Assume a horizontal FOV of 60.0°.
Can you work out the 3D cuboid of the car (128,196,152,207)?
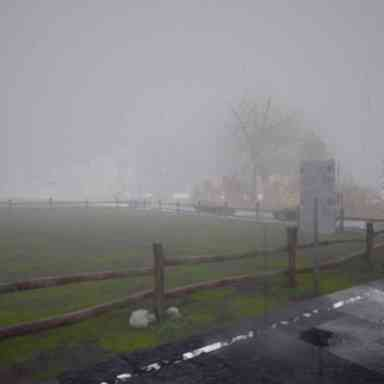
[{"bbox_3d":[-7.295,1.331,46.733,2.128,1.511,4.902,0,0,-35],"label":"car"}]

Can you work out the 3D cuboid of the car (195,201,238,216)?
[{"bbox_3d":[2.380,1.568,33.050,1.895,1.301,4.718,0,0,-35],"label":"car"}]

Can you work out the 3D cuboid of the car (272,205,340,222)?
[{"bbox_3d":[8.363,1.646,24.615,1.895,1.301,4.718,0,0,-35],"label":"car"}]
